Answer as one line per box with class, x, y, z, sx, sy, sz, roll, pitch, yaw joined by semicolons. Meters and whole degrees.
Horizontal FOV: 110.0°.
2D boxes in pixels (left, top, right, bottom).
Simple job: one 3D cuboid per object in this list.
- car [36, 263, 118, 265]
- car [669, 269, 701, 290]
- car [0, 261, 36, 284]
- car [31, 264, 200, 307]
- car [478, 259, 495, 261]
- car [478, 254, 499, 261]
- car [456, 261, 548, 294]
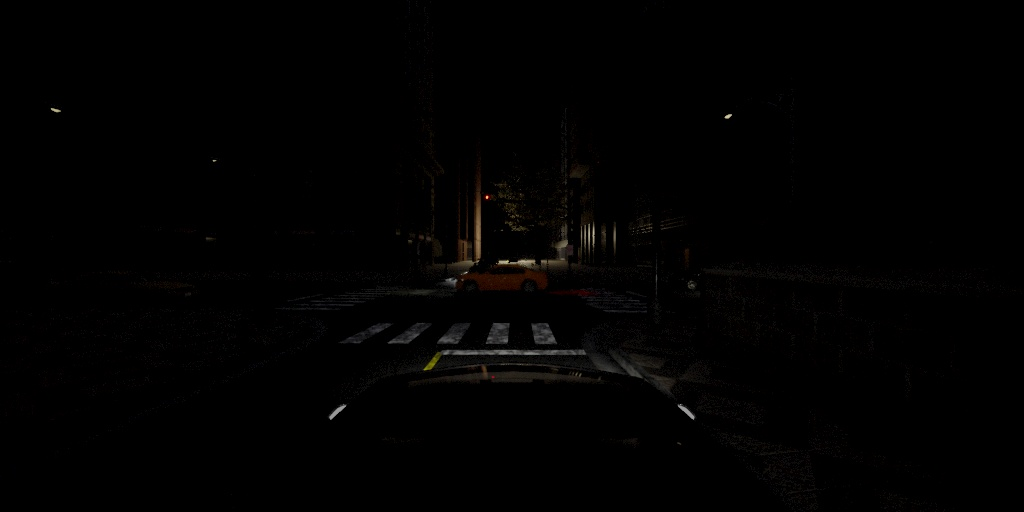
car;-26.235;1.065;22.471;4.313;1.339;1.948;0;0;1
car;11.998;1.381;22.105;4.403;1.370;2.007;0;0;1
car;-31.852;0.974;22.524;4.507;1.381;1.888;0;0;1
car;-14.896;1.146;13.836;4.829;1.417;1.751;0;0;1
car;-2.981;1.274;34.402;1.895;1.301;4.718;0;0;0
car;-2.946;0.830;44.215;2.150;2.045;5.566;0;0;-1
car;-0.536;1.214;19.562;5.008;1.535;1.882;0;0;1
